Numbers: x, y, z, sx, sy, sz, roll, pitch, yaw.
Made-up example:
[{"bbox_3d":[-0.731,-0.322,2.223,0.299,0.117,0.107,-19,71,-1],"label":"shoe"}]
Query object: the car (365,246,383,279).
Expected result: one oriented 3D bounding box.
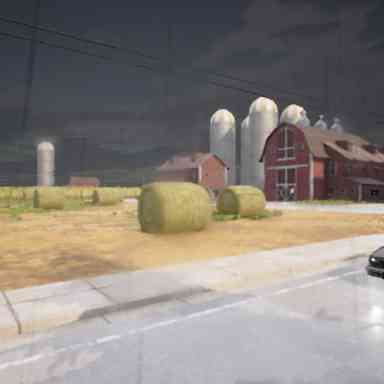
[{"bbox_3d":[6.790,1.534,8.831,5.357,1.411,2.033,0,0,-35],"label":"car"}]
